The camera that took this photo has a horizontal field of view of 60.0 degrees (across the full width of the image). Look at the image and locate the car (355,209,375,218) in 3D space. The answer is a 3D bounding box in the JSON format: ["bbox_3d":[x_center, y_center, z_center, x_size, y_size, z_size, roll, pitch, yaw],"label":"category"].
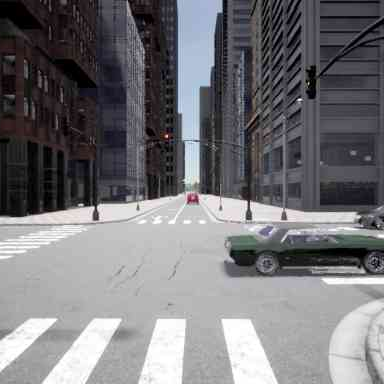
[{"bbox_3d":[12.185,1.393,19.585,4.902,1.511,2.128,0,0,2],"label":"car"}]

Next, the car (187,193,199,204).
[{"bbox_3d":[0.191,1.240,62.324,2.150,2.045,5.566,0,0,0],"label":"car"}]

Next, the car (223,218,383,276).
[{"bbox_3d":[3.347,1.587,9.690,4.718,1.301,1.895,0,0,0],"label":"car"}]

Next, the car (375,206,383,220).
[{"bbox_3d":[12.157,1.401,16.355,4.902,1.511,2.128,0,0,-1],"label":"car"}]
